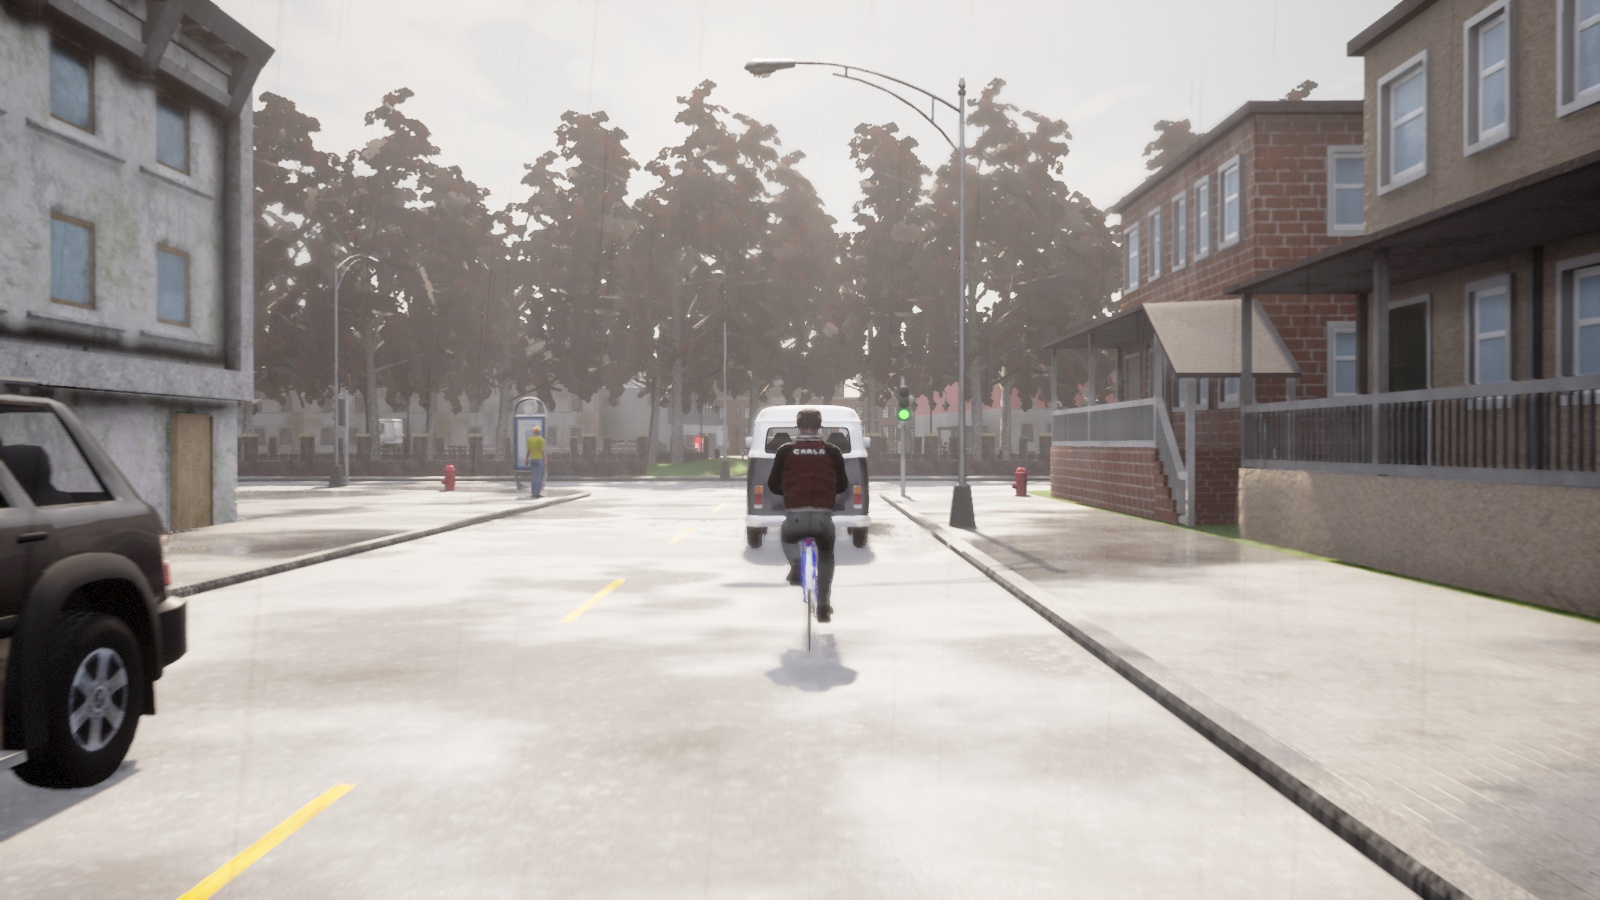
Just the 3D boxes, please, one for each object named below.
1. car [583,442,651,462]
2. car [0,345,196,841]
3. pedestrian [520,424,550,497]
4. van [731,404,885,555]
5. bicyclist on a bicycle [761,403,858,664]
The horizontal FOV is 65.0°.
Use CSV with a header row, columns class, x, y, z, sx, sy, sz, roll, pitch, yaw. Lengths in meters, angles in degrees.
class,x,y,z,sx,sy,sz,roll,pitch,yaw
car,-14.002,0.149,96.264,4.902,1.511,2.128,0,0,0
car,-3.962,0.538,3.902,1.932,1.855,4.605,0,0,0
pedestrian,-6.721,0.271,31.884,0.354,1.836,0.706,0,0,31
van,0.122,0.366,19.122,2.069,2.038,4.480,0,1,0
bicyclist on a bicycle,0.068,0.564,9.481,0.659,1.776,1.843,0,0,0
